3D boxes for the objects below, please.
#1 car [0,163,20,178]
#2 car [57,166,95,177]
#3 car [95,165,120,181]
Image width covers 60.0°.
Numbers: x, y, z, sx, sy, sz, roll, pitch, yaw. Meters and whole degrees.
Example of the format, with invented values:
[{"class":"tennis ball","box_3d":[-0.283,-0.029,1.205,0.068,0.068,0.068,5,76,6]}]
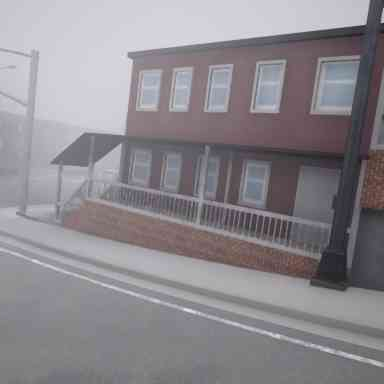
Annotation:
[{"class":"car","box_3d":[-18.818,-2.150,30.617,2.033,1.411,5.357,11,6,35]},{"class":"car","box_3d":[-14.414,-2.679,42.673,2.033,1.411,5.357,11,6,35]},{"class":"car","box_3d":[-9.355,-2.462,43.687,2.150,2.045,5.566,11,6,35]}]
